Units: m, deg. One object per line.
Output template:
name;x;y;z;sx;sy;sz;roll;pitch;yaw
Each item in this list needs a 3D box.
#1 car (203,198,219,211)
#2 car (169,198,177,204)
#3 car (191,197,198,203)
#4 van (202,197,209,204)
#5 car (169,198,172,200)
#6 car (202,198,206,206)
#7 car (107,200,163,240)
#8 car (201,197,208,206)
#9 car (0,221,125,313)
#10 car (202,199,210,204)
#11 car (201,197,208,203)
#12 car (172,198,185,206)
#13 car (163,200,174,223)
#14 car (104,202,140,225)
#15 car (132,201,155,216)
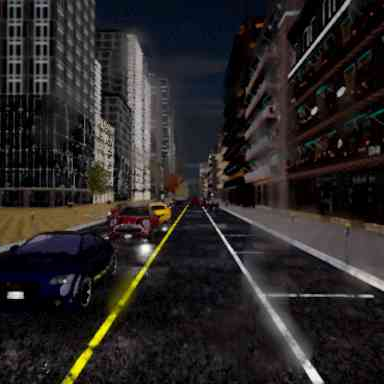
car;3.090;1.979;48.697;2.008;1.369;4.403;0;-1;0
car;-4.960;2.342;87.495;1.802;1.307;4.206;0;-1;0
car;0.735;2.171;87.786;1.882;1.535;5.008;0;-1;0
van;3.421;2.132;87.424;1.690;1.788;3.998;0;-1;0
car;-5.196;2.048;59.833;2.008;1.369;4.403;0;-1;0
car;3.137;2.029;54.230;2.008;1.369;4.403;0;-1;0
car;-2.955;1.489;17.755;2.097;1.767;4.553;0;0;1
car;2.966;1.969;69.469;2.097;1.767;4.553;0;-1;0
car;-3.056;1.617;7.746;1.994;1.385;4.181;0;0;0
car;3.373;2.319;81.890;1.802;1.307;4.206;0;-1;0
car;3.468;2.285;92.956;1.967;1.590;4.097;0;-1;0
car;-2.424;2.129;69.346;1.994;1.385;4.181;0;-1;0
car;-2.830;1.700;27.789;1.882;1.535;5.008;0;0;1
car;-5.479;1.643;26.641;1.967;1.590;4.097;0;0;0
car;-5.386;1.823;37.535;1.752;1.417;4.829;0;-1;0
